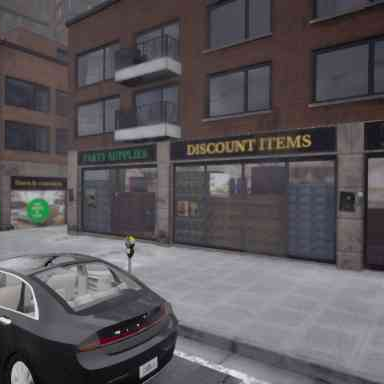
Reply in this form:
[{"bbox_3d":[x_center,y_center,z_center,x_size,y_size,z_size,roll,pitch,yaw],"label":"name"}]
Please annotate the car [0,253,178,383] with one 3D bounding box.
[{"bbox_3d":[-2.215,1.550,4.664,4.403,1.369,2.008,0,1,36],"label":"car"}]
